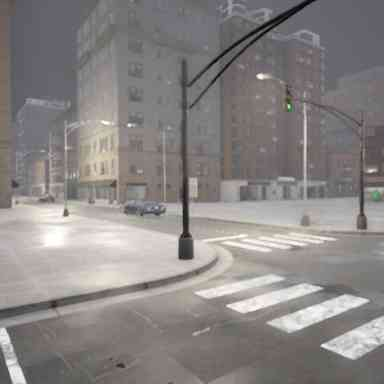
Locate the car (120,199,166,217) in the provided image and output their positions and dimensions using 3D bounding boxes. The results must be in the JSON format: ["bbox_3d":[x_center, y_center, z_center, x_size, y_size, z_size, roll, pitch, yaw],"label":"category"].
[{"bbox_3d":[-4.228,1.288,27.969,2.033,1.411,5.357,-1,1,-35],"label":"car"}]

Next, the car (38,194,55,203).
[{"bbox_3d":[-24.771,1.108,56.803,1.812,1.442,4.674,-1,1,-36],"label":"car"}]
